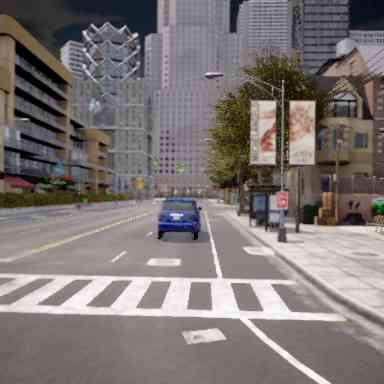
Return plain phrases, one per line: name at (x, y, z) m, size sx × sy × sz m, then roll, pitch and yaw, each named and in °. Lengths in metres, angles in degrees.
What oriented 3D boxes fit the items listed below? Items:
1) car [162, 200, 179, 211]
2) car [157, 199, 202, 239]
car at (-3.239, 2.013, 50.349) m, size 2.033 × 1.411 × 5.357 m, roll 1°, pitch -1°, yaw 2°
car at (-0.647, 1.408, 18.925) m, size 2.150 × 2.045 × 5.566 m, roll 1°, pitch -1°, yaw 2°
